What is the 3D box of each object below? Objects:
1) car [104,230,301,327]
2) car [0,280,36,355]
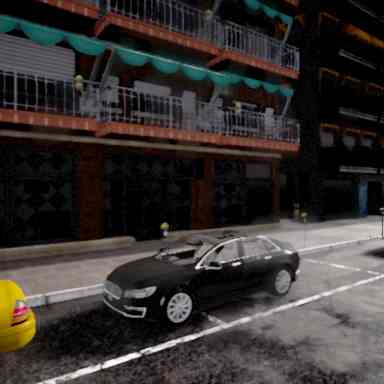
[{"bbox_3d":[0.413,1.517,6.853,4.403,1.369,2.008,-1,0,-35],"label":"car"},{"bbox_3d":[-4.337,1.539,3.465,4.829,1.417,1.752,-1,0,-35],"label":"car"}]
